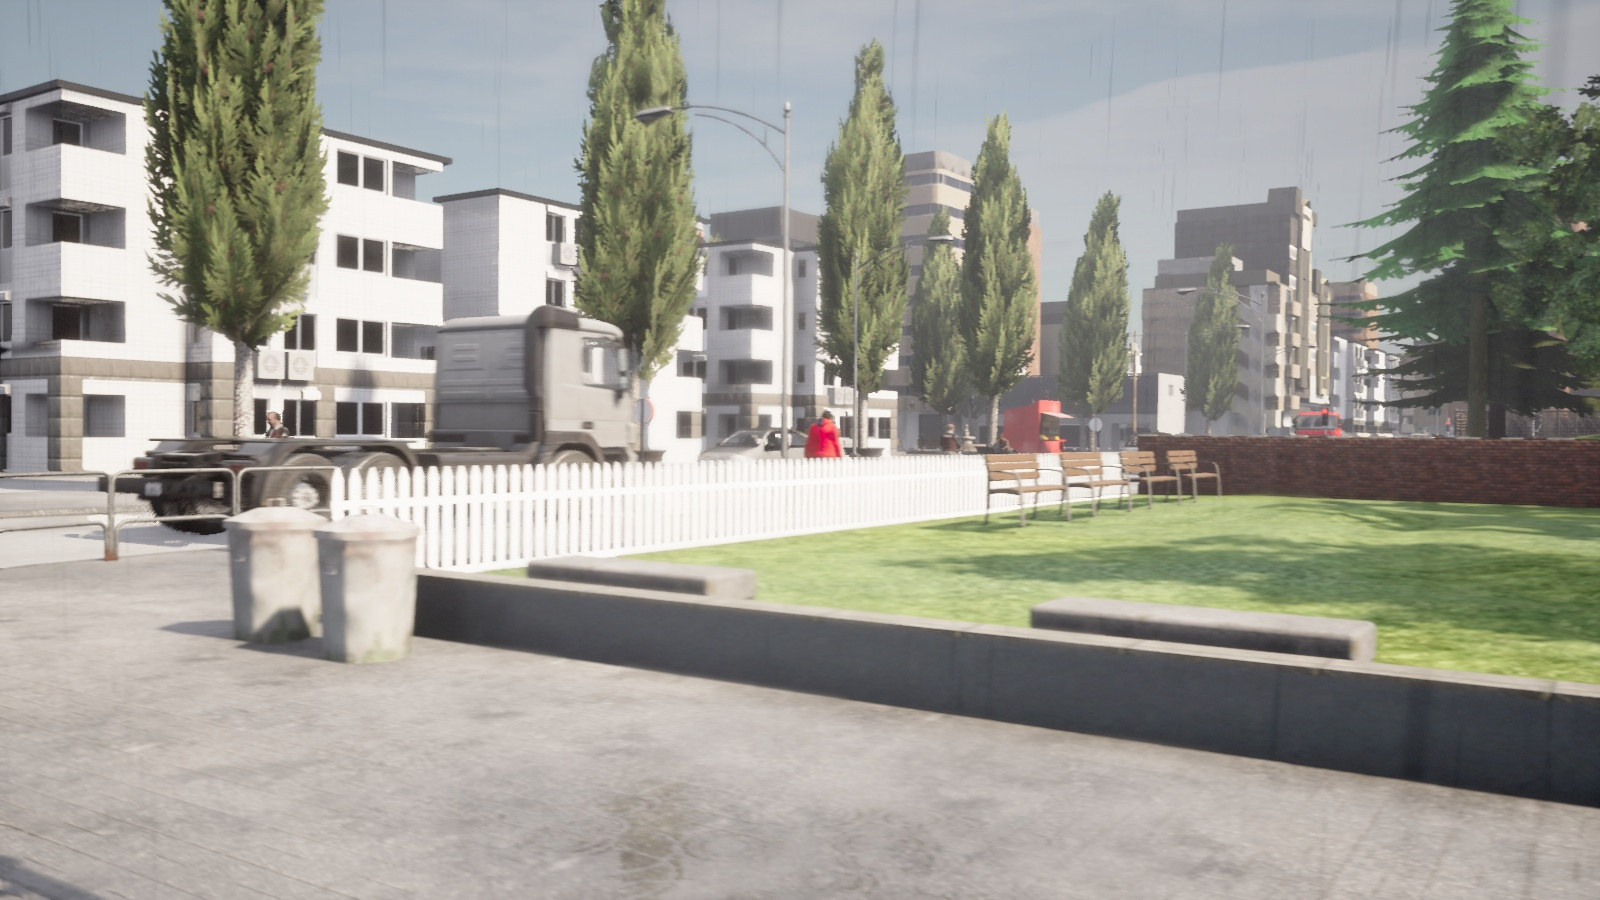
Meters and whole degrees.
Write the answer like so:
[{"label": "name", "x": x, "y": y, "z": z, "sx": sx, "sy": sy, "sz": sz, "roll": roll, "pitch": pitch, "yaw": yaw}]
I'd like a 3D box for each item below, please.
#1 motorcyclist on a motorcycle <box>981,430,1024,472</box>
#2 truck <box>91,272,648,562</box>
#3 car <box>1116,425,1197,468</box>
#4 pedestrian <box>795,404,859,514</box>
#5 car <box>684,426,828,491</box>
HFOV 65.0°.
[{"label": "motorcyclist on a motorcycle", "x": 7.483, "y": 0.014, "z": 46.297, "sx": 0.797, "sy": 1.523, "sz": 2.044, "roll": 0, "pitch": 1, "yaw": 34}, {"label": "truck", "x": -5.970, "y": -0.457, "z": 19.110, "sx": 2.891, "sy": 3.462, "sz": 7.936, "roll": 0, "pitch": 1, "yaw": 32}, {"label": "car", "x": 13.846, "y": -0.160, "z": 48.626, "sx": 1.851, "sy": 1.617, "sz": 3.988, "roll": 0, "pitch": 1, "yaw": 34}, {"label": "pedestrian", "x": 0.459, "y": 0.144, "z": 21.448, "sx": 0.634, "sy": 1.844, "sz": 0.899, "roll": 0, "pitch": 1, "yaw": 43}, {"label": "car", "x": -1.105, "y": 0.183, "z": 33.426, "sx": 1.851, "sy": 1.617, "sz": 3.988, "roll": 0, "pitch": 1, "yaw": 34}]
